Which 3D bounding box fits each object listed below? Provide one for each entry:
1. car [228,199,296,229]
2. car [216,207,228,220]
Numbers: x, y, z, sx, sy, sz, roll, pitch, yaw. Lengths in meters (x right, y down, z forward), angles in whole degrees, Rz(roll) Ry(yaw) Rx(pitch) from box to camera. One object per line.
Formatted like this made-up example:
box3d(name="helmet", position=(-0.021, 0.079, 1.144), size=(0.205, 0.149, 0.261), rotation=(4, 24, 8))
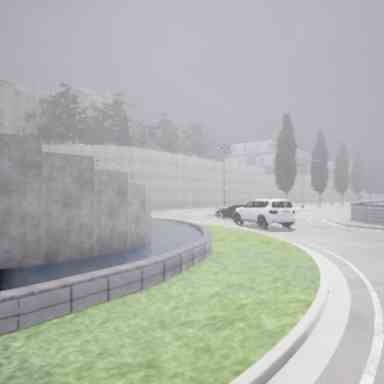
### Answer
box3d(name="car", position=(5.129, 1.521, 24.195), size=(2.150, 2.045, 5.566), rotation=(1, -1, -22))
box3d(name="car", position=(4.381, 1.884, 31.038), size=(1.837, 1.490, 4.892), rotation=(2, -2, -42))
